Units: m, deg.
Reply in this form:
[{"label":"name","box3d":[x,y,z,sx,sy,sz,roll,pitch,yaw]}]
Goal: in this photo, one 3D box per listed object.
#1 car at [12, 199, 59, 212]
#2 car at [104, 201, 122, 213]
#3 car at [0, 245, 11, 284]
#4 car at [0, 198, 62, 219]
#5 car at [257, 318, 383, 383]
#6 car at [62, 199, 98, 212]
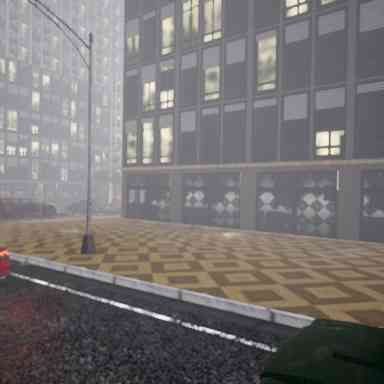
[{"label":"car","box3d":[-18.407,1.533,39.375,1.752,1.417,4.829,1,0,36]},{"label":"car","box3d":[-8.112,1.745,39.228,1.752,1.417,4.829,1,0,36]},{"label":"car","box3d":[-6.167,1.493,8.056,4.674,1.442,1.812,0,0,36]},{"label":"car","box3d":[-14.895,1.433,30.006,2.192,1.841,5.009,1,0,36]},{"label":"car","box3d":[2.648,1.605,1.797,4.718,1.301,1.895,0,0,35]},{"label":"car","box3d":[-13.845,1.619,41.190,1.812,1.442,4.674,1,0,36]}]
